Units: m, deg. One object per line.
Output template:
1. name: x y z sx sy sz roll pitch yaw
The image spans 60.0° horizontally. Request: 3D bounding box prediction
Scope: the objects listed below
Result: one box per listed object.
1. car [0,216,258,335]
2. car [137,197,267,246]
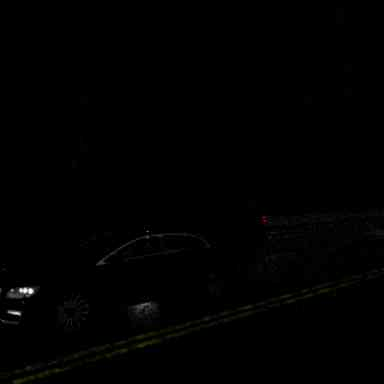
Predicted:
1. car: -1.218 1.491 6.807 4.902 1.511 2.128 0 0 -35
2. car: 0.254 1.216 11.850 5.566 2.045 2.150 0 0 -36
